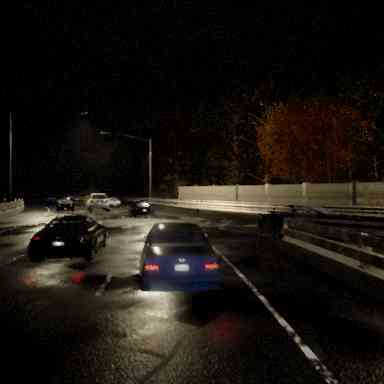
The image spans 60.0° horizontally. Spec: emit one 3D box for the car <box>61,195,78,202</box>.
[{"bbox_3d":[-26.548,1.349,71.826,1.812,1.442,4.674,0,0,-42],"label":"car"}]

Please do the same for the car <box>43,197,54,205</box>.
[{"bbox_3d":[-23.940,1.540,56.367,1.994,1.385,4.181,0,0,-32],"label":"car"}]

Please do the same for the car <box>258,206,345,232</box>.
[{"bbox_3d":[5.795,1.485,17.940,2.128,1.511,4.902,0,0,-38],"label":"car"}]

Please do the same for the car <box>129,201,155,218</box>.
[{"bbox_3d":[-4.677,1.551,30.713,1.994,1.385,4.181,0,0,-16],"label":"car"}]

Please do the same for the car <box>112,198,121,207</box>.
[{"bbox_3d":[-12.074,1.580,49.514,1.895,1.301,4.718,0,0,-26],"label":"car"}]

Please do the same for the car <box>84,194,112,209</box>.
[{"bbox_3d":[-11.056,1.205,38.811,2.150,2.045,5.566,0,0,-21],"label":"car"}]

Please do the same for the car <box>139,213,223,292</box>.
[{"bbox_3d":[-0.442,1.544,9.066,2.033,1.411,5.357,0,0,-6],"label":"car"}]

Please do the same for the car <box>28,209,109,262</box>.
[{"bbox_3d":[-4.347,1.559,12.195,1.994,1.385,4.181,0,0,-7],"label":"car"}]

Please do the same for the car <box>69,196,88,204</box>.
[{"bbox_3d":[-23.091,1.494,67.449,2.128,1.511,4.902,0,0,-39],"label":"car"}]

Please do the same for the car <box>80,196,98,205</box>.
[{"bbox_3d":[-19.064,1.452,61.545,1.882,1.535,5.008,0,0,-33],"label":"car"}]

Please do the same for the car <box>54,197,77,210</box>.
[{"bbox_3d":[-15.221,1.584,39.766,1.895,1.301,4.718,0,0,-23],"label":"car"}]

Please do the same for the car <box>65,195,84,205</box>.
[{"bbox_3d":[-19.604,1.468,55.996,2.128,1.511,4.902,0,0,-31],"label":"car"}]
